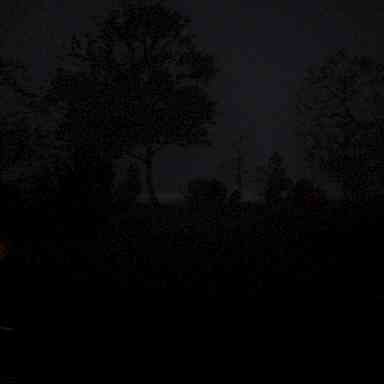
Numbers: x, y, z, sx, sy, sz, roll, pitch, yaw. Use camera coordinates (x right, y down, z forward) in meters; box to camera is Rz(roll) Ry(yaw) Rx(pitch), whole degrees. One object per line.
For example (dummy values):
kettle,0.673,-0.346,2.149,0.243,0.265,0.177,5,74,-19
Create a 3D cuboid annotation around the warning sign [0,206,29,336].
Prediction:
warning sign,-3.360,1.170,4.978,1.060,1.860,1.300,0,0,35
